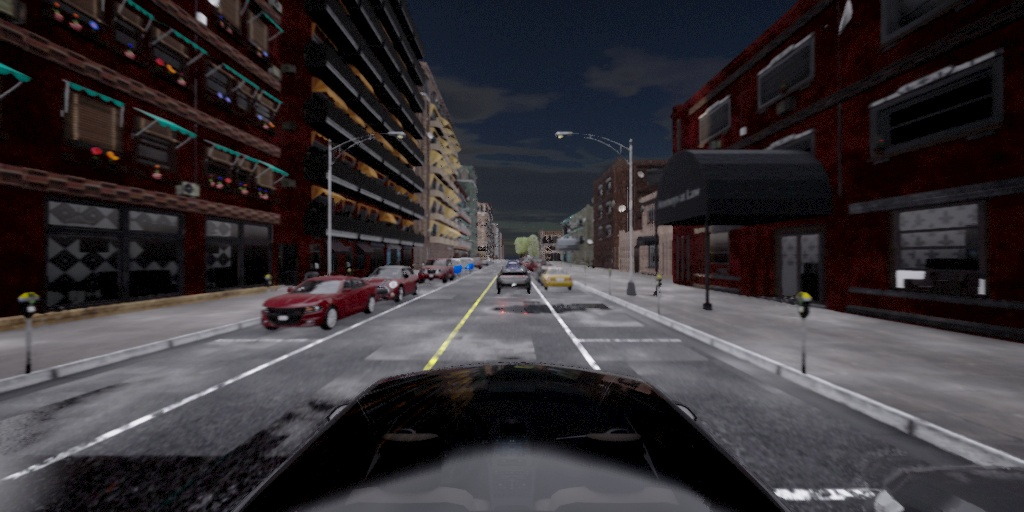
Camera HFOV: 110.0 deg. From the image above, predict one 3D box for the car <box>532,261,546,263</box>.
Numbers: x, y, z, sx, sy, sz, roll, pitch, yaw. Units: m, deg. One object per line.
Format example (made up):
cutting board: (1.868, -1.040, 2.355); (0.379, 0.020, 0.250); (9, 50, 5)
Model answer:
car: (2.690, 1.317, 27.773); (2.007, 1.370, 4.403); (0, 0, 0)

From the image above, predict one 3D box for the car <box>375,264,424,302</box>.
car: (-5.690, 1.197, 16.694); (1.967, 1.591, 4.097); (0, 0, 0)

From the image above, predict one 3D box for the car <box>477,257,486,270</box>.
car: (-5.690, 1.121, 55.469); (2.192, 1.841, 5.009); (0, 0, 0)

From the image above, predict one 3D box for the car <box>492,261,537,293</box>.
car: (0.101, 1.252, 20.705); (2.128, 1.511, 4.902); (0, 0, 0)

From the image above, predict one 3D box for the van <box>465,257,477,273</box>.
van: (-5.690, 1.128, 44.391); (1.690, 1.789, 3.998); (0, 0, 0)

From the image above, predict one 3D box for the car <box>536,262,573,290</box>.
car: (2.690, 1.287, 22.404); (1.751, 1.417, 4.829); (0, 0, 0)

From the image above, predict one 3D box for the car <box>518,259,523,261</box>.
car: (0.101, 1.316, 46.515); (1.812, 1.442, 4.674); (0, 0, 0)

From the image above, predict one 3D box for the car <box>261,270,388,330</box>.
car: (-5.690, 1.299, 11.156); (1.888, 1.381, 4.507); (0, 0, 0)

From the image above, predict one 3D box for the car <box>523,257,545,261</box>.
car: (2.691, 1.094, 38.851); (2.192, 1.841, 5.009); (0, 0, 0)

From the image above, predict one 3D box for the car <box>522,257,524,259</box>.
car: (2.691, 1.237, 49.930); (1.967, 1.591, 4.097); (0, 0, 0)

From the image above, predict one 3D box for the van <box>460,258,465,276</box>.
van: (-5.690, 1.113, 33.313); (1.690, 1.789, 3.998); (0, 0, 0)

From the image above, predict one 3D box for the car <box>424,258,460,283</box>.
car: (-5.690, 1.081, 27.774); (2.192, 1.841, 5.009); (0, 0, 0)
